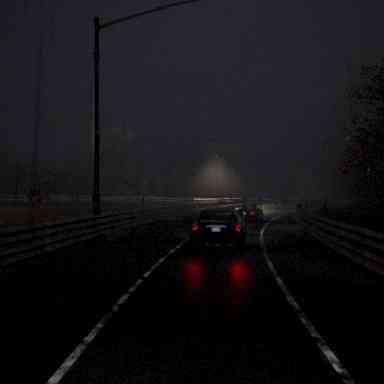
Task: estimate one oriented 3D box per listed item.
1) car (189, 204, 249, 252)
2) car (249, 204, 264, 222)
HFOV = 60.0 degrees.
[{"bbox_3d":[1.237,1.407,14.219,2.097,1.767,4.553,0,0,10],"label":"car"},{"bbox_3d":[4.943,1.736,28.458,2.033,1.411,5.357,0,-1,19],"label":"car"}]
